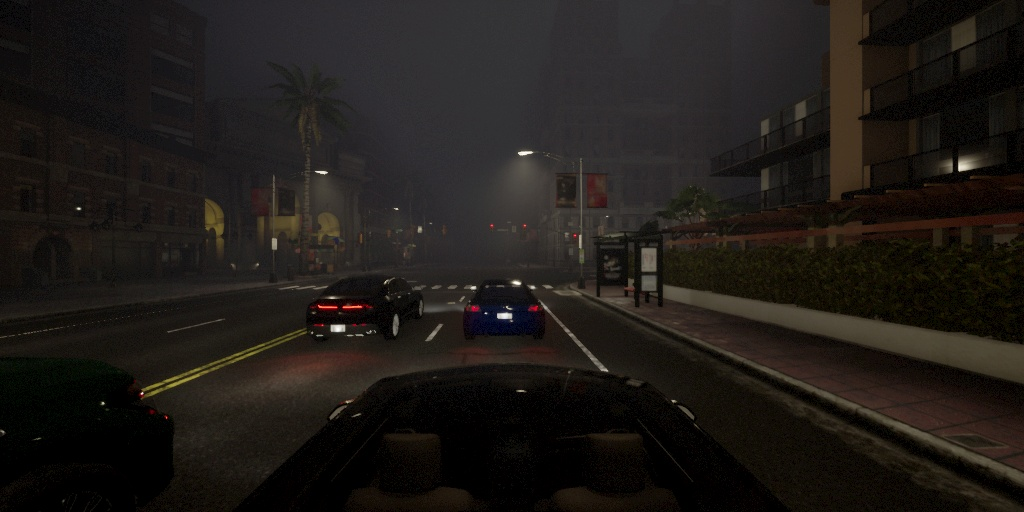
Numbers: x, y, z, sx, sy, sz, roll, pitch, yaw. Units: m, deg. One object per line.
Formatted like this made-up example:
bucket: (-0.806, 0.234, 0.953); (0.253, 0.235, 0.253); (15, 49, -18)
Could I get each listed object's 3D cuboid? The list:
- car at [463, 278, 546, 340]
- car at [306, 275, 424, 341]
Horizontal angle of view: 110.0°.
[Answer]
car: (-0.235, 1.314, 10.027); (1.994, 1.385, 4.181); (0, 0, -2)
car: (-3.724, 1.255, 9.871); (1.837, 1.490, 4.892); (0, 0, -3)
